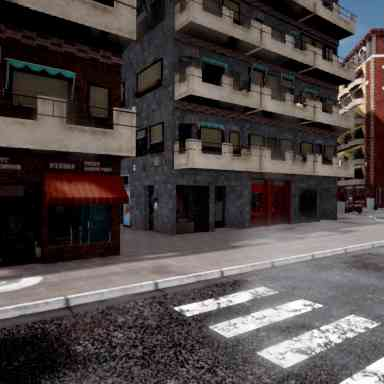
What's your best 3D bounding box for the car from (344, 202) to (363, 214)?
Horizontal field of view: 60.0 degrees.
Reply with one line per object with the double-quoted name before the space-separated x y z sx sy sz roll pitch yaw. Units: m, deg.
"car" 17.813 1.790 38.250 1.895 1.301 4.718 0 0 5
